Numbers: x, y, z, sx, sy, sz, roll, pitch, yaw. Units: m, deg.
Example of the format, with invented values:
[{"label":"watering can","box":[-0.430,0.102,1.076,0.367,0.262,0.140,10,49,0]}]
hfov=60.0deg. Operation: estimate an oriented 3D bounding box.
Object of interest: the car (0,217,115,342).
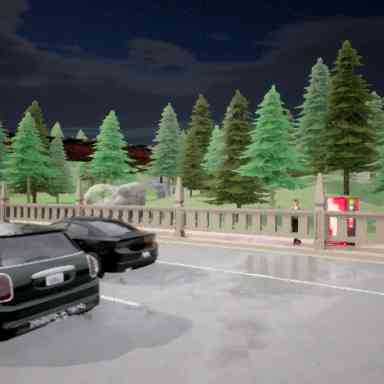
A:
[{"label":"car","box":[-3.906,1.352,6.183,4.553,1.767,2.097,0,0,31]}]

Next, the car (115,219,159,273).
[{"label":"car","box":[-3.317,1.477,9.923,5.008,1.535,1.882,0,0,31]}]

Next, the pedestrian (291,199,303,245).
[{"label":"pedestrian","box":[4.084,1.142,12.994,0.375,1.860,0.375,0,0,33]}]

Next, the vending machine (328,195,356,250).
[{"label":"vending machine","box":[6.079,1.195,13.466,0.880,2.100,1.100,0,0,33]}]
